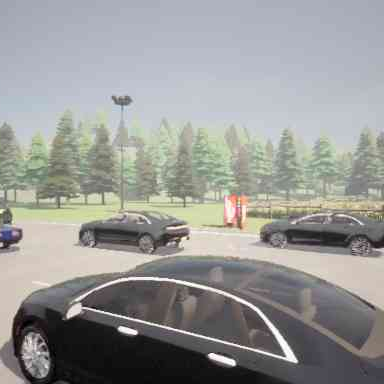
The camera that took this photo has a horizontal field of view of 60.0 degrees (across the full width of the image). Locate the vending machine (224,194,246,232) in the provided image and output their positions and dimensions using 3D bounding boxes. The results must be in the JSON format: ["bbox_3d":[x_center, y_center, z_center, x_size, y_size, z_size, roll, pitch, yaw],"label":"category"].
[{"bbox_3d":[2.522,1.195,19.369,0.880,2.100,1.100,0,0,30],"label":"vending machine"}]

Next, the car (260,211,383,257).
[{"bbox_3d":[5.117,1.490,12.971,4.902,1.511,2.128,0,0,32],"label":"car"}]

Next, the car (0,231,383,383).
[{"bbox_3d":[-0.079,1.507,3.781,4.892,1.490,1.837,1,0,33],"label":"car"}]

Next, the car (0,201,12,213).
[{"bbox_3d":[-14.613,1.351,22.744,4.553,1.767,2.097,0,0,20],"label":"car"}]

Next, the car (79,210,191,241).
[{"bbox_3d":[-2.392,1.491,13.345,4.902,1.511,2.128,0,0,29],"label":"car"}]

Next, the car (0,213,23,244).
[{"bbox_3d":[-8.908,1.600,12.878,4.718,1.301,1.895,0,0,26],"label":"car"}]
